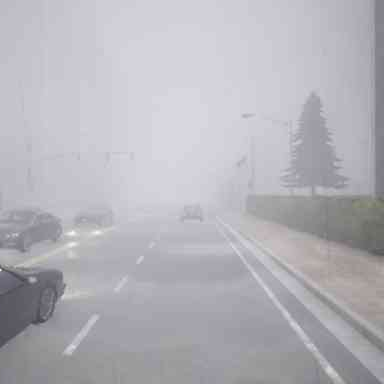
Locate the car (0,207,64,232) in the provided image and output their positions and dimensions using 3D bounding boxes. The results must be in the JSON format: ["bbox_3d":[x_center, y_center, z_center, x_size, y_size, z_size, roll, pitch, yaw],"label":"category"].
[{"bbox_3d":[-7.086,1.552,14.068,2.128,1.511,4.902,0,0,0],"label":"car"}]

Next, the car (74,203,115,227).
[{"bbox_3d":[-7.001,1.585,24.206,1.882,1.535,5.008,0,0,0],"label":"car"}]

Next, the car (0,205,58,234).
[{"bbox_3d":[-10.550,1.637,20.943,2.033,1.411,5.357,0,0,1],"label":"car"}]

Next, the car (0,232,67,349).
[{"bbox_3d":[-3.400,1.565,4.128,2.033,1.411,5.357,0,0,0],"label":"car"}]

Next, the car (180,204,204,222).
[{"bbox_3d":[0.005,1.663,27.146,2.033,1.411,5.357,0,0,0],"label":"car"}]
